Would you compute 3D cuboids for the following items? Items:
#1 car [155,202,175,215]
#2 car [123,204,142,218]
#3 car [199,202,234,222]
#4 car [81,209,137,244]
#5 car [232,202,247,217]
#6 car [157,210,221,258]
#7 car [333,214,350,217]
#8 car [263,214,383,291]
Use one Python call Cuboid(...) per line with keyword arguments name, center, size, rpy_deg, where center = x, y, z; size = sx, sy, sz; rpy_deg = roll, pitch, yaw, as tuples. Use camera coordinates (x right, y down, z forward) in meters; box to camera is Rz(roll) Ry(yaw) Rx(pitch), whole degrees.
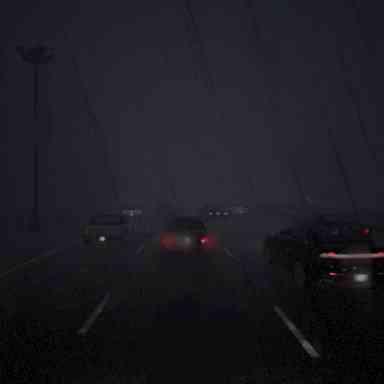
Cuboid(name="car", center=(-3.007, 1.797, 36.505), size=(1.882, 1.535, 5.008), rpy_deg=(0, 0, -9))
Cuboid(name="car", center=(-6.141, 1.925, 34.161), size=(1.895, 1.301, 4.718), rpy_deg=(0, 0, -9))
Cuboid(name="car", center=(1.731, 1.770, 28.805), size=(2.033, 1.411, 5.357), rpy_deg=(0, 0, -7))
Cuboid(name="car", center=(-4.070, 1.768, 16.715), size=(1.895, 1.301, 4.718), rpy_deg=(0, 0, -4))
Cuboid(name="car", center=(4.377, 1.777, 34.721), size=(1.812, 1.442, 4.674), rpy_deg=(0, 0, -9))
Cuboid(name="car", center=(-0.313, 1.659, 13.255), size=(2.033, 1.411, 5.357), rpy_deg=(0, 0, -3))
Cuboid(name="car", center=(6.496, 1.686, 16.125), size=(1.895, 1.301, 4.718), rpy_deg=(0, 0, -4))
Cuboid(name="car", center=(3.341, 1.543, 9.160), size=(2.128, 1.511, 4.902), rpy_deg=(0, 0, -2))
